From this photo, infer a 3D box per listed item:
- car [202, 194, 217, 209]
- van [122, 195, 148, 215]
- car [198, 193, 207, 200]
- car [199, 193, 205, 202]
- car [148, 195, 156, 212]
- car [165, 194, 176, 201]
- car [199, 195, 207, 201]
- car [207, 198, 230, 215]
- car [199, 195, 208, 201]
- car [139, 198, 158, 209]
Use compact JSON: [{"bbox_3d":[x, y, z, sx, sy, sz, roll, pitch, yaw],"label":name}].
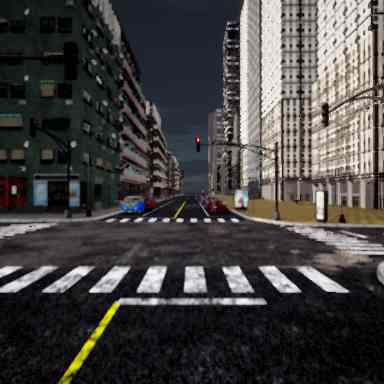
[{"bbox_3d":[2.703,1.361,43.607,1.967,1.590,4.097,0,0,0],"label":"car"},{"bbox_3d":[-5.679,1.280,32.553,1.690,1.788,3.998,0,0,0],"label":"van"},{"bbox_3d":[2.707,1.183,87.828,2.192,1.841,5.009,0,0,0],"label":"car"},{"bbox_3d":[2.704,1.337,60.190,1.967,1.590,4.097,0,0,0],"label":"car"},{"bbox_3d":[-5.678,1.245,38.081,2.192,1.841,5.009,0,0,0],"label":"car"},{"bbox_3d":[-5.674,1.313,82.302,1.967,1.590,4.097,0,0,0],"label":"car"},{"bbox_3d":[2.705,1.455,82.300,1.802,1.307,4.206,0,0,0],"label":"car"},{"bbox_3d":[2.700,1.521,32.552,1.802,1.307,4.206,0,0,0],"label":"car"},{"bbox_3d":[2.705,1.423,76.773,1.887,1.381,4.507,0,0,0],"label":"car"},{"bbox_3d":[-5.679,1.466,43.609,1.887,1.381,4.507,0,0,0],"label":"car"}]
